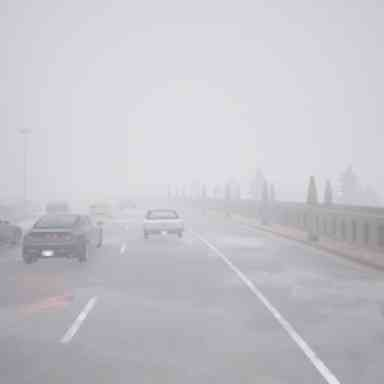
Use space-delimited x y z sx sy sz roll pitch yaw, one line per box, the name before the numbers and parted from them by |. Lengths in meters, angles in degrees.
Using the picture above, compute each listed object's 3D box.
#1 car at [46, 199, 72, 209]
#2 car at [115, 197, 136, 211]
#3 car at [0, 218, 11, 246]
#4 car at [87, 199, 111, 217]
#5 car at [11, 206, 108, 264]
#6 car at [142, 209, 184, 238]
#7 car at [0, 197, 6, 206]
car | -12.033 1.418 30.135 1.882 1.535 5.008 0 0 -17
car | -7.732 1.404 38.722 1.837 1.490 4.892 0 0 -21
car | -7.939 1.511 12.204 1.812 1.442 4.674 0 0 -8
car | -8.367 1.406 30.089 1.882 1.535 5.008 0 0 -17
car | -4.374 1.480 11.830 1.837 1.490 4.892 0 0 -7
car | -1.628 1.550 17.356 1.895 1.301 4.718 0 0 -9
car | -25.715 1.443 43.794 1.837 1.490 4.892 0 0 -29
